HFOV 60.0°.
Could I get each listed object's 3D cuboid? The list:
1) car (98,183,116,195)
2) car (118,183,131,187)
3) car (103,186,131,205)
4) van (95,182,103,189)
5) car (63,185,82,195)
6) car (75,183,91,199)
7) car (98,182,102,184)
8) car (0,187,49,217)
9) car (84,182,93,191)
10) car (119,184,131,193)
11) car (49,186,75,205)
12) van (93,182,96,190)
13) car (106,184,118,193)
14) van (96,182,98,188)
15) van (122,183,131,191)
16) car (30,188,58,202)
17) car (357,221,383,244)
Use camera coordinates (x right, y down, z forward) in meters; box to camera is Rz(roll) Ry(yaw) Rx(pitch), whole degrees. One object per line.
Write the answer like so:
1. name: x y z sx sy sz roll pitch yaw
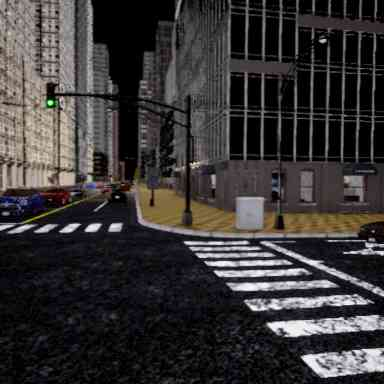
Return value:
1. car: -13.097 -0.247 51.979 1.895 1.301 4.718 0 2 -10
2. car: -10.797 -0.553 53.194 2.192 1.841 5.009 0 2 -10
3. car: -6.957 0.418 31.441 1.947 1.339 4.313 0 2 -10
4. van: -25.199 -1.823 89.940 1.690 1.788 3.998 0 2 -10
5. car: -18.562 -0.322 51.849 1.947 1.339 4.313 0 2 -10
6. car: -14.108 -0.007 40.702 2.128 1.511 4.902 0 2 -10
7. car: -24.251 -1.667 84.497 2.192 1.841 5.009 0 2 -10
8. car: -10.525 0.527 20.265 2.097 1.767 4.553 0 2 -11
9. car: -20.458 -0.813 62.731 1.967 1.590 4.097 0 2 -10
10. car: -11.746 -0.610 58.642 1.967 1.590 4.097 0 2 -10
11. car: -12.301 0.323 30.286 1.882 1.535 5.008 0 2 -10
12. van: -21.406 -1.094 68.170 1.690 1.788 3.998 0 2 -10
13. car: -14.919 -0.678 61.974 1.837 1.490 4.892 0 2 -10
14. van: -22.354 -1.276 73.613 1.690 1.788 3.998 0 2 -10
15. van: -13.643 -1.074 69.524 1.690 1.788 3.998 0 2 -10
16. car: -15.717 0.235 35.522 1.802 1.307 4.206 0 2 -10
17. car: 9.230 1.420 12.798 5.357 1.411 2.033 1 2 -12
